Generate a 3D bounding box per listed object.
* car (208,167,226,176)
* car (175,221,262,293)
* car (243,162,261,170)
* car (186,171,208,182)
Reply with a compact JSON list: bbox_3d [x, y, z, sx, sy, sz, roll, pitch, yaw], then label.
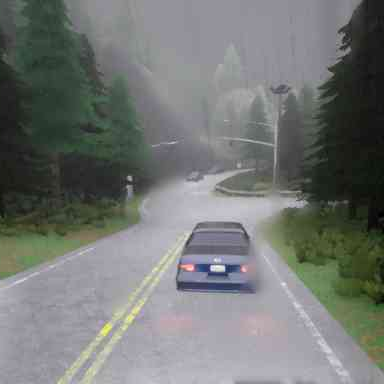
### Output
[{"bbox_3d":[4.655,-4.058,63.686,2.128,1.511,4.902,4,11,36],"label":"car"},{"bbox_3d":[0.725,1.497,8.878,2.033,1.411,5.357,0,0,5],"label":"car"},{"bbox_3d":[13.232,-5.686,71.925,4.892,1.490,1.837,-9,9,-33],"label":"car"},{"bbox_3d":[0.559,-2.569,55.103,1.837,1.490,4.892,2,10,19],"label":"car"}]
